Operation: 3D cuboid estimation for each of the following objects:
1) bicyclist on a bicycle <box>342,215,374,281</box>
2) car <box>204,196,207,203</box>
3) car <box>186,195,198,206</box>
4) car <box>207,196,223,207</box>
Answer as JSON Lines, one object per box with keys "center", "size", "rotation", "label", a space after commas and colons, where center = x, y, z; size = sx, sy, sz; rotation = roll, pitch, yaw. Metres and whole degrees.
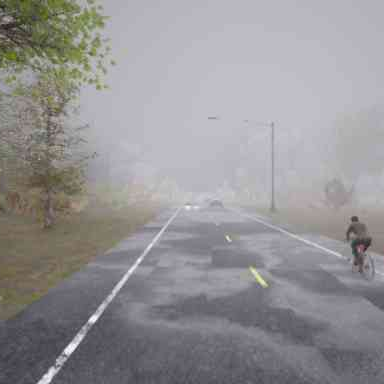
{"center": [4.469, 1.466, 8.989], "size": [0.582, 1.620, 1.656], "rotation": [0, 0, 0], "label": "bicyclist on a bicycle"}
{"center": [3.571, 1.568, 69.556], "size": [1.812, 1.442, 4.674], "rotation": [0, 0, 0], "label": "car"}
{"center": [0.018, 1.637, 56.646], "size": [1.895, 1.301, 4.718], "rotation": [0, 0, 1], "label": "car"}
{"center": [3.650, 1.564, 51.362], "size": [1.812, 1.442, 4.674], "rotation": [0, 0, 0], "label": "car"}
